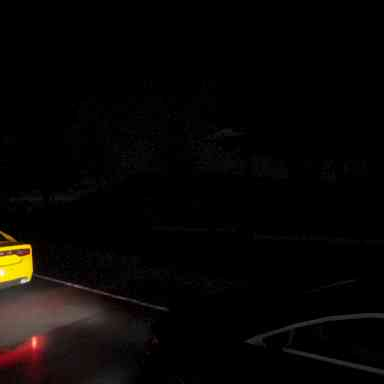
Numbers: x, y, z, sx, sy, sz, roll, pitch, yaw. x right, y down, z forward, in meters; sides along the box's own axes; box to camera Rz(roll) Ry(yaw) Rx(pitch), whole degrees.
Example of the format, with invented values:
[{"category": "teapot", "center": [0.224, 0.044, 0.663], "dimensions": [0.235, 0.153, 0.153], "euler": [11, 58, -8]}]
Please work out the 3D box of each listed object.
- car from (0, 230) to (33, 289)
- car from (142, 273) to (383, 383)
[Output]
[{"category": "car", "center": [-5.867, 1.468, 8.023], "dimensions": [5.008, 1.535, 1.882], "euler": [0, 0, 35]}, {"category": "car", "center": [1.732, 1.492, 2.772], "dimensions": [4.902, 1.511, 2.128], "euler": [0, 0, 35]}]
